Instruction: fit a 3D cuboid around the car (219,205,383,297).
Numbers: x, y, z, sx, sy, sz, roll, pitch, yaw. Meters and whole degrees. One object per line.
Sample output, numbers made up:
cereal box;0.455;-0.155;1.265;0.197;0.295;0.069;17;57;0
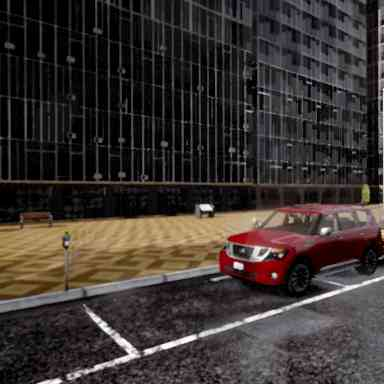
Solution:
car;3.070;1.293;8.751;5.009;1.841;2.192;0;0;-35
